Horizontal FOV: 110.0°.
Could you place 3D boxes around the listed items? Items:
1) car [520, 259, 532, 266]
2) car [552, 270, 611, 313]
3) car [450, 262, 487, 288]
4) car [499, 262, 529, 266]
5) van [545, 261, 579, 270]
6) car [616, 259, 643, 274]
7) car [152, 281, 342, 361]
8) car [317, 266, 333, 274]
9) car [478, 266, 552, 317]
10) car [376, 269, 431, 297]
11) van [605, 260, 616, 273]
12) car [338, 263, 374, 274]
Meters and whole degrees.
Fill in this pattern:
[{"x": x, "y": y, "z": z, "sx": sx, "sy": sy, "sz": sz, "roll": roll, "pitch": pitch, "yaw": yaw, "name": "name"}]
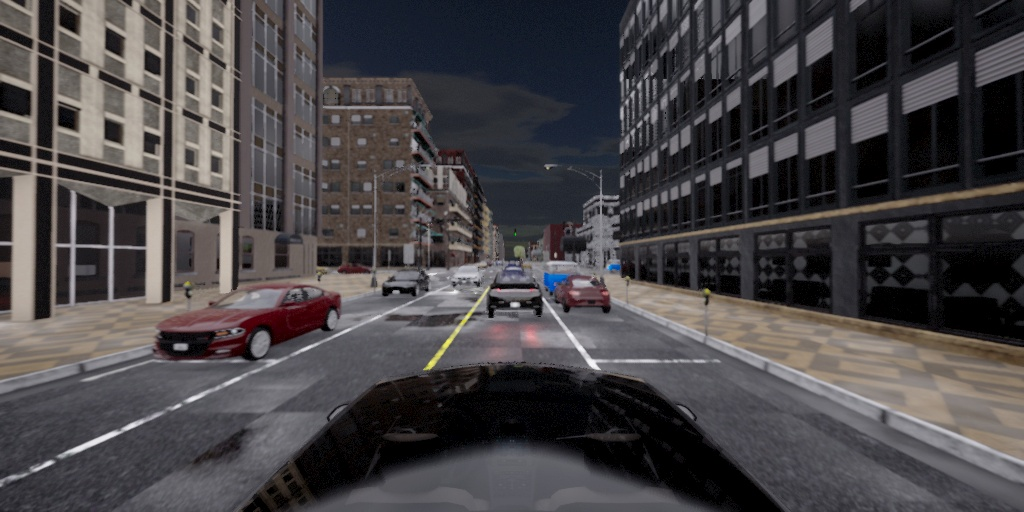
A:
[{"x": 2.700, "y": 1.631, "z": 64.705, "sx": 1.751, "sy": 1.417, "sz": 4.829, "roll": 0, "pitch": 0, "yaw": 0, "name": "car"}, {"x": 2.659, "y": 1.395, "z": 14.061, "sx": 1.802, "sy": 1.307, "sz": 4.207, "roll": 0, "pitch": 0, "yaw": 0, "name": "car"}, {"x": -3.064, "y": 1.399, "z": 25.395, "sx": 1.812, "sy": 1.442, "sz": 4.674, "roll": 0, "pitch": 0, "yaw": 0, "name": "car"}, {"x": 0.105, "y": 1.412, "z": 27.846, "sx": 1.812, "sy": 1.442, "sz": 4.674, "roll": 0, "pitch": 0, "yaw": 0, "name": "car"}, {"x": 2.660, "y": 1.184, "z": 19.750, "sx": 1.690, "sy": 1.789, "sz": 3.998, "roll": 0, "pitch": 0, "yaw": 0, "name": "van"}, {"x": 14.926, "y": 1.306, "z": 40.632, "sx": 5.009, "sy": 1.841, "sz": 2.192, "roll": 0, "pitch": 0, "yaw": 0, "name": "car"}, {"x": -5.689, "y": 1.329, "z": 8.400, "sx": 1.888, "sy": 1.381, "sz": 4.507, "roll": 0, "pitch": 0, "yaw": 0, "name": "car"}, {"x": -22.954, "y": 1.414, "z": 40.548, "sx": 4.829, "sy": 1.417, "sz": 1.751, "roll": 0, "pitch": 0, "yaw": 0, "name": "car"}, {"x": 0.101, "y": 1.301, "z": 13.495, "sx": 2.128, "sy": 1.511, "sz": 4.902, "roll": 0, "pitch": 0, "yaw": 0, "name": "car"}, {"x": -5.687, "y": 1.409, "z": 19.777, "sx": 1.948, "sy": 1.339, "sz": 4.313, "roll": 0, "pitch": 0, "yaw": 0, "name": "car"}, {"x": 14.904, "y": 1.416, "z": 49.012, "sx": 3.998, "sy": 1.789, "sz": 1.690, "roll": 0, "pitch": 0, "yaw": 0, "name": "van"}, {"x": -17.461, "y": 1.481, "z": 40.560, "sx": 4.207, "sy": 1.307, "sz": 1.802, "roll": 0, "pitch": 0, "yaw": 0, "name": "car"}]
